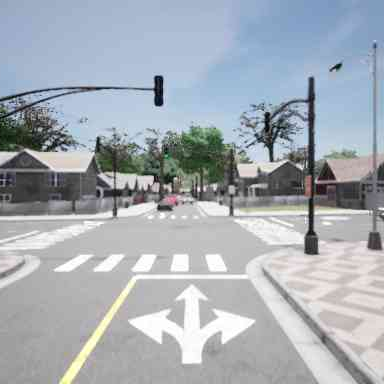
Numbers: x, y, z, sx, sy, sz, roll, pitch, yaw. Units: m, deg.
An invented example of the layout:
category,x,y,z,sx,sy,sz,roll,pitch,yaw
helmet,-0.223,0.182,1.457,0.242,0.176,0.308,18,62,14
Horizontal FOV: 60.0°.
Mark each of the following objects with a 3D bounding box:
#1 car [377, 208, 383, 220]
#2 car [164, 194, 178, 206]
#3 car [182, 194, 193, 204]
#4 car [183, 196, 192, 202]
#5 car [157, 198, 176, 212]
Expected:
category,x,y,z,sx,sy,sz,roll,pitch,yaw
car,15.173,1.325,22.724,4.718,1.301,1.895,-1,0,0
car,-3.564,1.416,58.477,2.150,2.045,5.566,0,0,0
car,-0.942,1.456,68.640,2.150,2.045,5.566,0,0,-1
car,-1.107,1.670,79.028,1.994,1.385,4.181,0,0,-1
car,-3.349,1.729,41.539,1.895,1.301,4.718,0,0,-1
